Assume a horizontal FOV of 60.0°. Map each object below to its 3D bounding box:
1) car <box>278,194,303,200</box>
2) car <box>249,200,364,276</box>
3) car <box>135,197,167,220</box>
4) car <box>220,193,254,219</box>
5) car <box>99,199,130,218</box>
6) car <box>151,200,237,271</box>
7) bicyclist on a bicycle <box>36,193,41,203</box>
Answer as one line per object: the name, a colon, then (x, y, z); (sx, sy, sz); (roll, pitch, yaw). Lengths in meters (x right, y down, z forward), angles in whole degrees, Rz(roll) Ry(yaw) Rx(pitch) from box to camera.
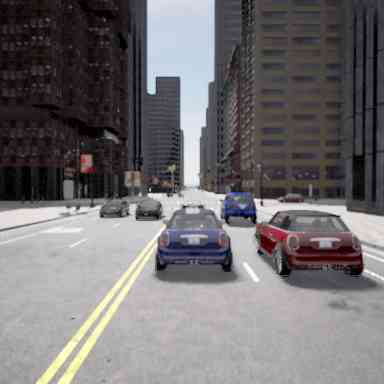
car: (16.668, 1.077, 56.437); (4.097, 1.590, 1.967); (0, 1, 0)
car: (3.314, 1.308, 10.347); (2.097, 1.767, 4.553); (0, 0, 0)
car: (-3.336, 1.355, 26.704); (1.882, 1.535, 5.008); (0, 0, 0)
car: (3.306, 1.109, 24.377); (2.150, 2.045, 5.566); (0, 0, 0)
car: (-6.577, 1.374, 28.650); (1.837, 1.490, 4.892); (0, 0, 0)
car: (0.066, 1.305, 10.945); (2.097, 1.767, 4.553); (0, 0, 0)
bicyclist on a bicycle: (-25.901, 1.008, 56.168); (0.582, 1.620, 1.656); (0, 1, 0)
